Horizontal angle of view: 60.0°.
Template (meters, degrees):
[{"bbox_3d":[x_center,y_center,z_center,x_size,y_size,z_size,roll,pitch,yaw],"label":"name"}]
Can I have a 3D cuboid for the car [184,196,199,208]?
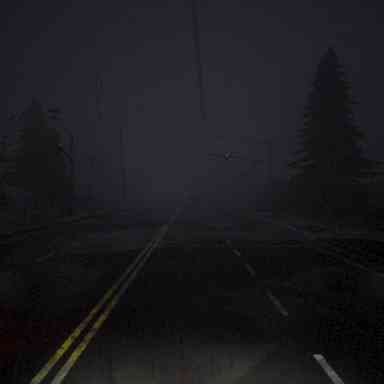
[{"bbox_3d":[-0.115,1.638,58.334,2.150,2.045,5.566,0,0,-7],"label":"car"}]
